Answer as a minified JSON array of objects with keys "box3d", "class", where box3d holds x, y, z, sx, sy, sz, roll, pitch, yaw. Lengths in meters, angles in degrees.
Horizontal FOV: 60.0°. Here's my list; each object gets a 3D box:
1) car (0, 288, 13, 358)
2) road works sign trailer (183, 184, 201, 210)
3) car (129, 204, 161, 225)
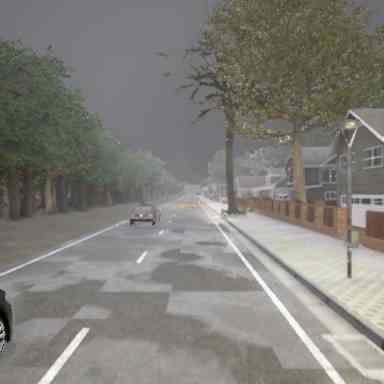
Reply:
[{"box3d":[-3.396,1.501,2.676,2.128,1.511,4.902,0,0,0],"class":"car"},{"box3d":[0.015,0.640,45.417,2.380,3.560,2.880,0,0,0],"class":"road works sign trailer"},{"box3d":[-3.391,1.631,24.710,2.033,1.411,5.357,0,0,0],"class":"car"}]
